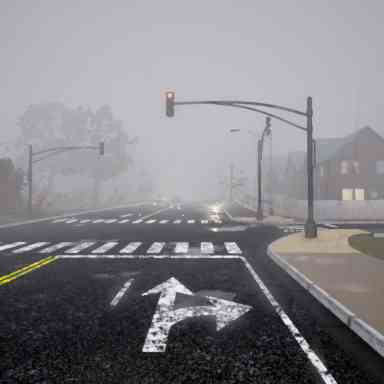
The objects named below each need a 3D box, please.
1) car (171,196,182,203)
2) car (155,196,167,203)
[{"bbox_3d":[-3.139,1.535,67.814,1.812,1.442,4.674,0,0,5],"label":"car"},{"bbox_3d":[-6.374,1.497,68.130,1.882,1.535,5.008,0,0,5],"label":"car"}]
